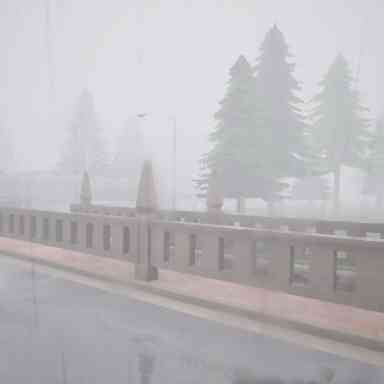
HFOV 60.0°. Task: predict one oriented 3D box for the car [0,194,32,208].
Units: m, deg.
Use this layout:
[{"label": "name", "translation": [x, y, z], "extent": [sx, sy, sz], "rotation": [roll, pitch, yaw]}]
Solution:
[{"label": "car", "translation": [-17.634, 0.981, 31.203], "extent": [1.837, 1.490, 4.892], "rotation": [1, 1, 38]}]
